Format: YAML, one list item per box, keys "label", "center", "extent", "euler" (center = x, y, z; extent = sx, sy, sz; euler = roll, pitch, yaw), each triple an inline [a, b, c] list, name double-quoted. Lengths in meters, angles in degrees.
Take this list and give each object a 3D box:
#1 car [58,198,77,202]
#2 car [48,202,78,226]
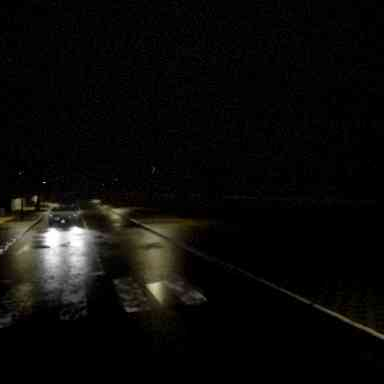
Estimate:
- label: "car"
  center: [-15.275, 1.491, 40.797]
  extent: [1.882, 1.535, 5.008]
  euler: [-1, 0, -20]
- label: "car"
  center: [-9.129, 1.616, 23.709]
  extent: [1.895, 1.301, 4.718]
  euler: [-1, 0, -20]
